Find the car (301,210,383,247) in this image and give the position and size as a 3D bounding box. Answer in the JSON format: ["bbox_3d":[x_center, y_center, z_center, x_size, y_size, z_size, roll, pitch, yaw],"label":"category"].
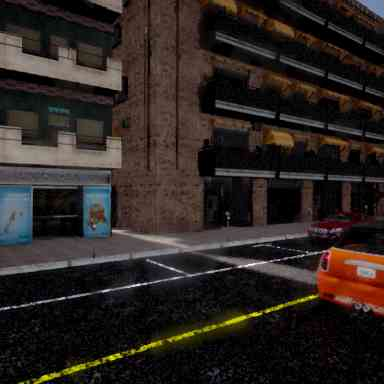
[{"bbox_3d":[7.172,1.583,15.538,4.206,1.307,1.802,0,0,-35],"label":"car"}]

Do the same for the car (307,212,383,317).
[{"bbox_3d":[4.604,1.351,6.717,4.553,1.767,2.097,0,0,-36],"label":"car"}]
